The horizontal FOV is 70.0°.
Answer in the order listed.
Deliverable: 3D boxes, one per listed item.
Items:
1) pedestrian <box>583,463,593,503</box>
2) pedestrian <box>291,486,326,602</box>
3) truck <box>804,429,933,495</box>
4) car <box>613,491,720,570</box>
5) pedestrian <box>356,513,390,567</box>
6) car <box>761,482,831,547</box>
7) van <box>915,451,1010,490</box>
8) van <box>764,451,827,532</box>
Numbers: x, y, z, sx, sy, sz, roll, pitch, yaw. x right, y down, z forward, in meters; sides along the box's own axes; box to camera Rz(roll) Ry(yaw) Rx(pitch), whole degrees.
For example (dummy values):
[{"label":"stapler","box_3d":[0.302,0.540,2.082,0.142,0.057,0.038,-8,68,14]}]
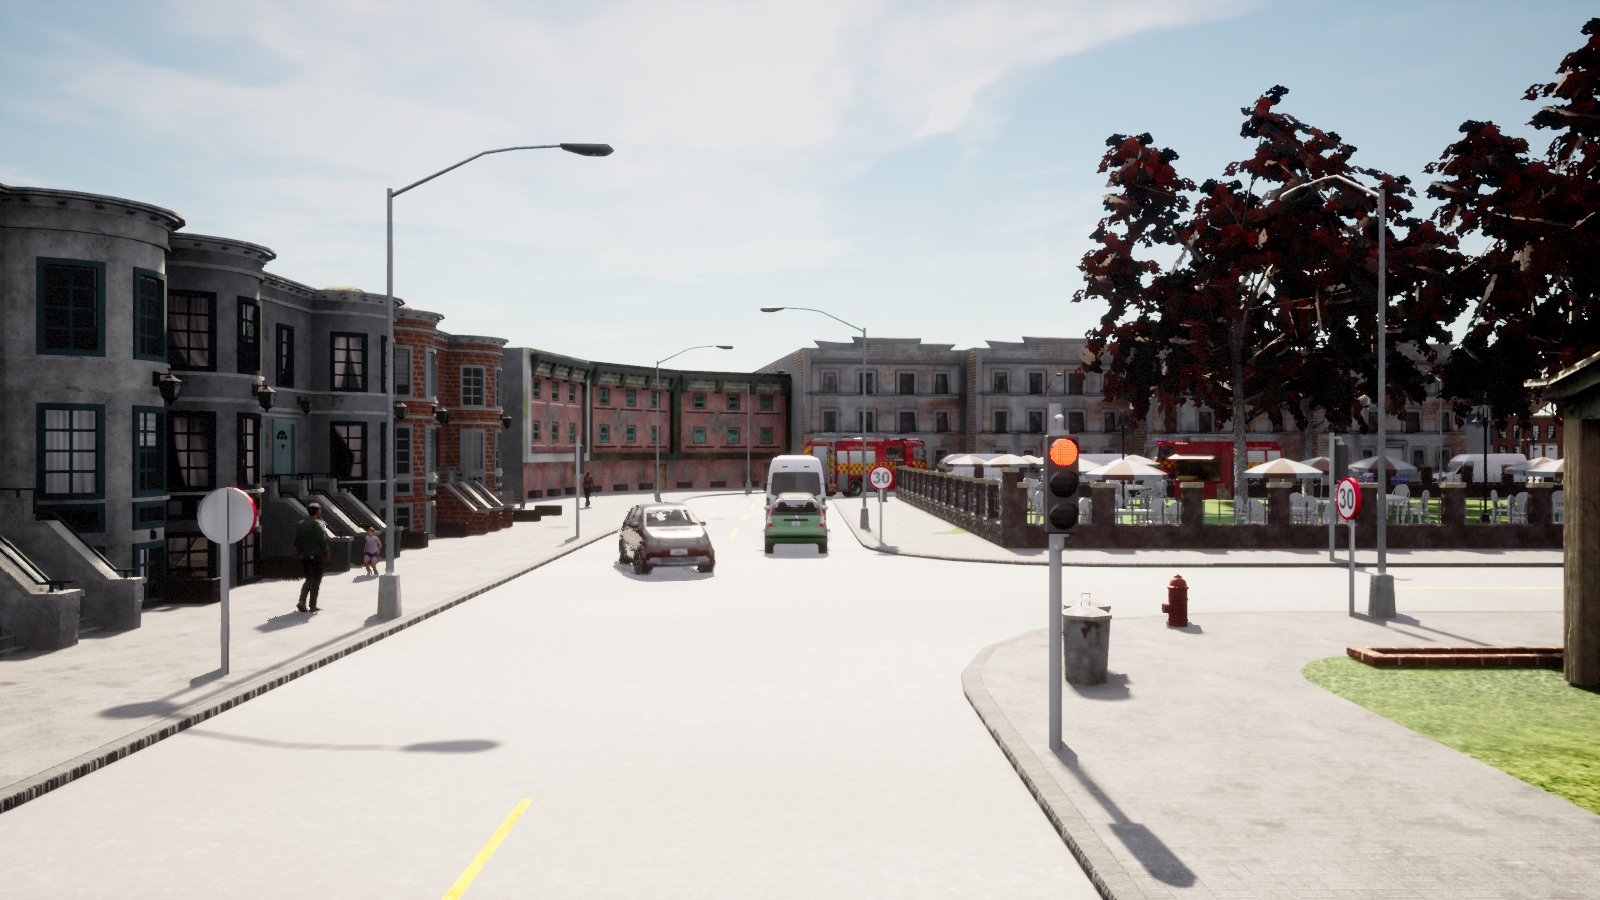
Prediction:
[{"label":"pedestrian","box_3d":[-9.777,1.525,52.784,0.375,1.860,0.375,0,0,3]},{"label":"pedestrian","box_3d":[-8.024,1.524,18.662,0.375,1.860,0.375,0,0,13]},{"label":"truck","box_3d":[4.295,0.672,70.228,8.468,3.827,2.891,0,0,-43]},{"label":"car","box_3d":[-3.184,1.805,26.697,1.789,1.549,3.705,-1,0,-18]},{"label":"pedestrian","box_3d":[-9.035,1.904,24.167,0.500,1.100,0.500,0,0,6]},{"label":"car","box_3d":[-0.119,1.779,32.373,1.851,1.617,3.988,0,0,0]},{"label":"van","box_3d":[10.550,1.314,74.428,5.915,2.561,1.988,0,0,0]},{"label":"van","box_3d":[-0.147,1.315,39.074,1.988,2.561,5.915,0,0,0]}]
